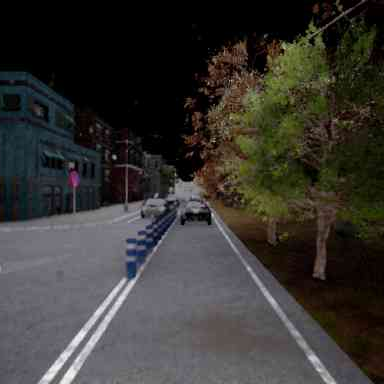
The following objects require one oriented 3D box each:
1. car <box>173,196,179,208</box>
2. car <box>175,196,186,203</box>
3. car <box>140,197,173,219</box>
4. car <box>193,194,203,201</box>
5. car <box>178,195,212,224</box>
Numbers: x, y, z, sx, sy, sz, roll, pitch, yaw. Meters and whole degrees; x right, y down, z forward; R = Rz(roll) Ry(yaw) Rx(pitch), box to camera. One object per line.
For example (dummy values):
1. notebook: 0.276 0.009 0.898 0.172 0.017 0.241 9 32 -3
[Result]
1. car: -2.701 1.415 45.701 1.994 1.385 4.181 0 0 2
2. car: -2.151 1.378 64.889 1.895 1.301 4.718 0 0 1
3. car: -3.082 1.291 28.510 2.097 1.767 4.553 0 0 1
4. car: 1.242 1.078 71.091 2.033 1.411 5.357 0 0 1
5. car: 0.297 1.308 24.112 2.097 1.767 4.553 0 0 1
